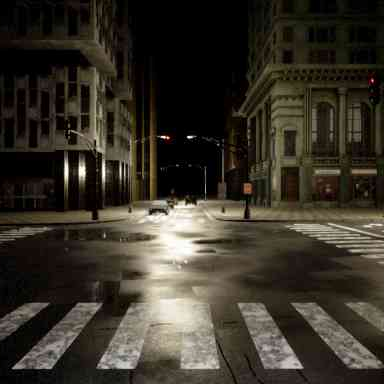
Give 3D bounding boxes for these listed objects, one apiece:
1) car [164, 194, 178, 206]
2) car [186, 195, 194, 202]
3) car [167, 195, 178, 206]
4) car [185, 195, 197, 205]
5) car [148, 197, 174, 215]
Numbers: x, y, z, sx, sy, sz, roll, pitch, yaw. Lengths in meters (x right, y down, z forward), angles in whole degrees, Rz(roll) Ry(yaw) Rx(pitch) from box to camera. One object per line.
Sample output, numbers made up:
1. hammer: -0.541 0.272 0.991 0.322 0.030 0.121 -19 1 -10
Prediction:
1. car: -3.344 1.300 53.773 2.097 1.767 4.553 0 0 0
2. car: -0.400 1.425 73.662 1.812 1.442 4.674 0 0 0
3. car: -3.278 1.459 43.480 2.128 1.511 4.902 0 0 0
4. car: -0.177 1.446 56.538 1.837 1.490 4.892 0 0 0
5. car: -3.204 1.529 33.565 2.033 1.411 5.357 0 0 0
